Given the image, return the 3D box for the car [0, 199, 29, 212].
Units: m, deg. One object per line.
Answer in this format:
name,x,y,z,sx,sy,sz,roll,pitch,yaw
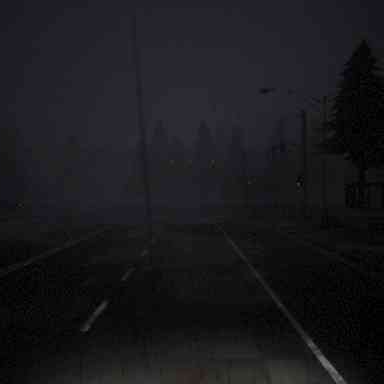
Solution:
car,-20.798,1.466,36.784,4.718,1.301,1.895,0,0,4
